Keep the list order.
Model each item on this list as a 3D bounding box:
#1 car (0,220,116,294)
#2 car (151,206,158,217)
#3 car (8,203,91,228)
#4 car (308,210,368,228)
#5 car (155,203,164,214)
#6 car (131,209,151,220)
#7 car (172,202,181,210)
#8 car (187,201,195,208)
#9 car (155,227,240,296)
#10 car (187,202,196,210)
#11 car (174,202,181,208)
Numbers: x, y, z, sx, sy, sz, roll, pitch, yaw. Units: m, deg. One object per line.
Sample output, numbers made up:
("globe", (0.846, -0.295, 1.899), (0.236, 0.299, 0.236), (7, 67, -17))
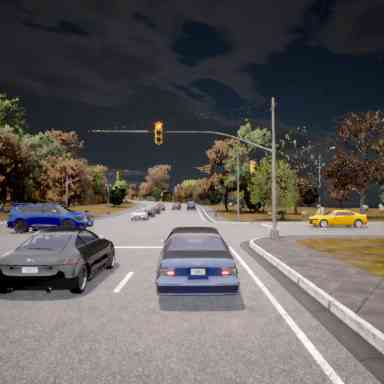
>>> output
("car", (-3.444, 1.666, 9.080), (1.994, 1.385, 4.181), (0, -1, 0))
("car", (-7.226, 3.473, 55.298), (1.895, 1.301, 4.718), (0, -1, 0))
("car", (-9.728, 1.805, 22.983), (5.566, 2.045, 2.150), (0, -3, 5))
("car", (12.968, 2.369, 29.699), (5.008, 1.535, 1.882), (0, -3, -2))
("car", (-7.198, 3.538, 65.045), (2.033, 1.411, 5.357), (0, 0, 0))
("car", (-7.220, 3.147, 46.278), (1.812, 1.442, 4.674), (0, -2, 0))
("car", (-3.694, 3.489, 78.314), (1.812, 1.442, 4.674), (0, 0, 0))
("car", (-0.313, 3.247, 88.031), (1.882, 1.535, 5.008), (0, 0, -4))
("car", (0.070, 1.647, 8.971), (2.033, 1.411, 5.357), (0, -1, -1))
("car", (-0.193, 3.314, 77.853), (2.097, 1.767, 4.553), (0, 0, 0))
("car", (-3.837, 3.432, 88.290), (1.837, 1.490, 4.892), (0, 0, -4))
